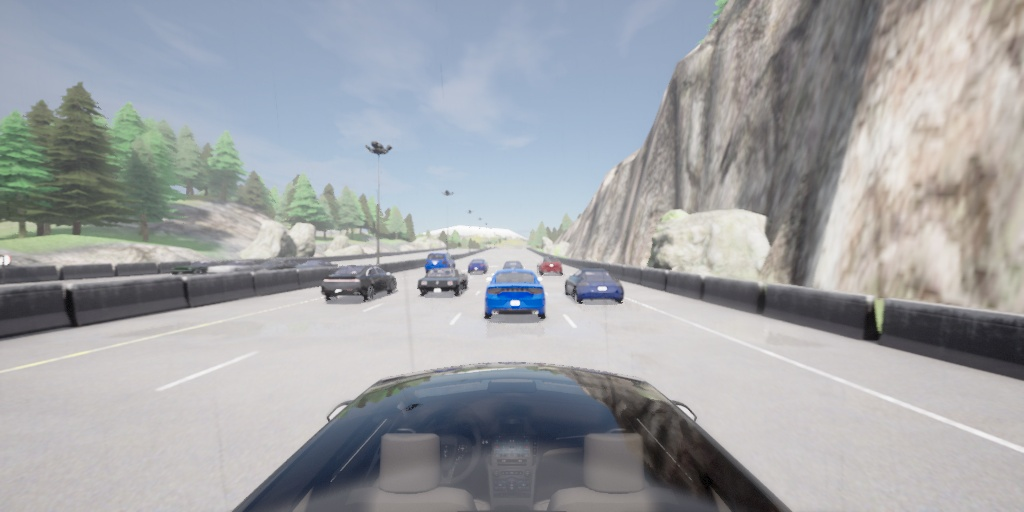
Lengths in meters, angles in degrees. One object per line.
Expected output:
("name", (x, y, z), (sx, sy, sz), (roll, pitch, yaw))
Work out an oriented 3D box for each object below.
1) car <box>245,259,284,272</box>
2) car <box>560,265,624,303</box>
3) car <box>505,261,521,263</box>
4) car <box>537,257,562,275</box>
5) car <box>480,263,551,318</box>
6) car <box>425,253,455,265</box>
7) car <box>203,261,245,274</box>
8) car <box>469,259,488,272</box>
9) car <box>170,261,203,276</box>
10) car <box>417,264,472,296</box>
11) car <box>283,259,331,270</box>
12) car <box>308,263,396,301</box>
("car", (-21.114, 1.024, 32.290), (1.837, 1.490, 4.892), (0, 1, 0))
("car", (3.591, 1.248, 16.261), (1.994, 1.385, 4.181), (0, 0, 0))
("car", (0.082, 1.090, 30.508), (2.033, 1.411, 5.357), (0, 1, 0))
("car", (3.579, 0.839, 34.592), (2.097, 1.767, 4.553), (0, 1, 0))
("car", (0.094, 1.184, 12.731), (1.882, 1.535, 5.008), (0, 0, 0))
("car", (-6.921, 0.704, 34.951), (2.150, 2.045, 5.566), (0, 1, 0))
("car", (-24.615, 1.121, 32.231), (1.895, 1.301, 4.718), (0, 1, 0))
("car", (-3.422, 0.986, 36.485), (1.812, 1.442, 4.674), (0, 1, 0))
("car", (-28.114, 1.115, 32.649), (1.895, 1.301, 4.718), (0, 1, 0))
("car", (-3.410, 1.265, 18.646), (1.895, 1.301, 4.718), (0, 0, 0))
("car", (-17.618, 1.068, 32.207), (2.033, 1.411, 5.357), (0, 1, 0))
("car", (-6.910, 1.171, 16.667), (2.128, 1.511, 4.902), (0, 0, 0))
